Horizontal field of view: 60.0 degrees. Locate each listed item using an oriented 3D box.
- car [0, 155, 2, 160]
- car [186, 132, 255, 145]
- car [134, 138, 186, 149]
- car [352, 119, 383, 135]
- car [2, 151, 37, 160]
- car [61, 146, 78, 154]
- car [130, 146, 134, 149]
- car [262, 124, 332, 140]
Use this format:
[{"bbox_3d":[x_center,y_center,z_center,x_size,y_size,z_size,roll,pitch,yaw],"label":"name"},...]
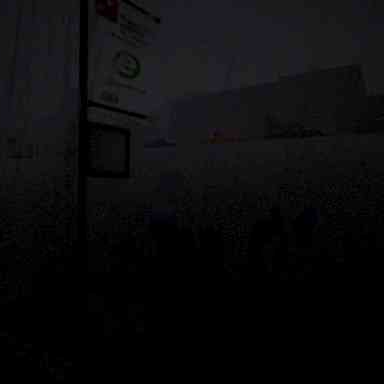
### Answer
[{"bbox_3d":[-25.112,-4.132,43.740,4.674,1.452,2.002,1,0,34],"label":"car"},{"bbox_3d":[2.397,-3.776,25.432,5.008,1.535,2.097,1,1,32],"label":"car"},{"bbox_3d":[-2.315,-3.825,28.361,4.674,1.452,2.002,1,1,33],"label":"car"},{"bbox_3d":[12.145,-3.567,19.815,4.792,1.488,2.163,1,1,29],"label":"car"},{"bbox_3d":[-20.571,-4.247,40.647,4.553,1.767,2.185,1,0,34],"label":"car"},{"bbox_3d":[-11.529,-4.015,34.489,4.892,1.521,2.231,1,0,34],"label":"car"},{"bbox_3d":[-6.962,-3.949,31.389,4.892,1.521,2.231,1,1,34],"label":"car"},{"bbox_3d":[7.151,-3.813,22.616,4.553,1.767,2.185,1,1,31],"label":"car"}]
